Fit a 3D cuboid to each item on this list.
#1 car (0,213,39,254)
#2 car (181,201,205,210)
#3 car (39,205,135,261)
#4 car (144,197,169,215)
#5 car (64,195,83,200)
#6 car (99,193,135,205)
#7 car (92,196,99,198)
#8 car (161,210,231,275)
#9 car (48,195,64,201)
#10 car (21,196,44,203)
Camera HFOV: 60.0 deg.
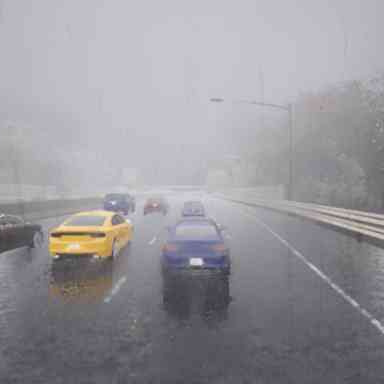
[{"bbox_3d":[-6.897,1.453,11.441,2.128,1.511,4.902,0,0,0],"label":"car"},{"bbox_3d":[0.110,1.461,27.540,2.033,1.411,5.357,0,0,0],"label":"car"},{"bbox_3d":[-3.396,1.436,12.118,1.882,1.535,5.008,0,0,0],"label":"car"},{"bbox_3d":[-3.387,1.253,32.545,2.097,1.767,4.553,0,0,0],"label":"car"},{"bbox_3d":[-21.008,1.367,60.644,1.812,1.442,4.674,0,0,1],"label":"car"},{"bbox_3d":[-6.888,1.124,31.942,2.150,2.045,5.566,0,0,0],"label":"car"},{"bbox_3d":[-17.495,1.389,61.179,2.033,1.411,5.357,0,0,1],"label":"car"},{"bbox_3d":[0.098,1.490,10.228,1.812,1.442,4.674,0,0,0],"label":"car"},{"bbox_3d":[-24.500,1.319,60.610,1.882,1.535,5.008,0,0,1],"label":"car"},{"bbox_3d":[-27.990,1.395,58.521,2.033,1.411,5.357,0,0,0],"label":"car"}]
